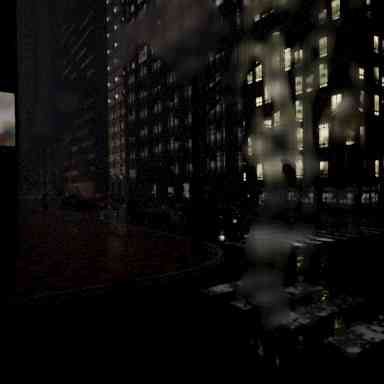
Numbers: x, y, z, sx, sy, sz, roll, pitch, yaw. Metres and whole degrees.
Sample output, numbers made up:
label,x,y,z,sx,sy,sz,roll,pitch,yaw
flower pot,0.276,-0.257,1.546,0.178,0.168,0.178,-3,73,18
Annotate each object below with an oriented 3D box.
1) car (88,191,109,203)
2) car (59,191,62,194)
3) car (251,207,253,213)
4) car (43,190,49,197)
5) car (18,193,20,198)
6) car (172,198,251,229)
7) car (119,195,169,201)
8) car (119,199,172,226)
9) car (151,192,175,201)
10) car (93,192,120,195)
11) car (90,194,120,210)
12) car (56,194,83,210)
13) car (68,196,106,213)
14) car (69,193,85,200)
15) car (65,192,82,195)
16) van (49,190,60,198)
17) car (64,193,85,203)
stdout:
label,x,y,z,sx,sy,sz,roll,pitch,yaw
car,-16.023,0.794,56.731,2.097,1.767,4.553,-1,1,-35
car,-26.137,0.732,70.668,1.967,1.590,4.097,-1,1,-35
car,3.037,1.277,28.305,1.752,1.417,4.829,-1,1,-35
car,-35.745,0.687,84.600,2.008,1.369,4.403,-1,1,-35
car,-42.627,0.717,79.819,1.967,1.590,4.097,-1,1,-35
car,1.058,1.382,21.017,2.128,1.511,4.902,-1,1,-34
car,-4.213,1.314,28.671,1.837,1.490,4.892,-1,1,-35
car,-2.957,1.454,22.353,2.008,1.369,4.403,-1,1,-35
car,-3.717,0.962,38.160,2.192,1.841,5.009,-1,1,-35
car,-12.015,1.097,45.619,1.837,1.490,4.892,-1,1,-35
car,-10.063,1.245,37.171,1.812,1.442,4.674,-1,1,-35
car,-13.794,1.288,38.016,2.008,1.369,4.403,-1,1,-35
car,-10.590,1.353,33.372,1.947,1.339,4.313,-1,1,-35
car,-22.934,0.888,66.025,1.887,1.381,4.507,-1,1,-35
car,-15.941,1.131,45.763,1.837,1.490,4.892,-1,1,-34
van,-32.542,0.530,79.954,1.690,1.788,3.998,-1,1,-35
car,-20.519,1.007,57.961,2.033,1.411,5.357,-1,1,-35
